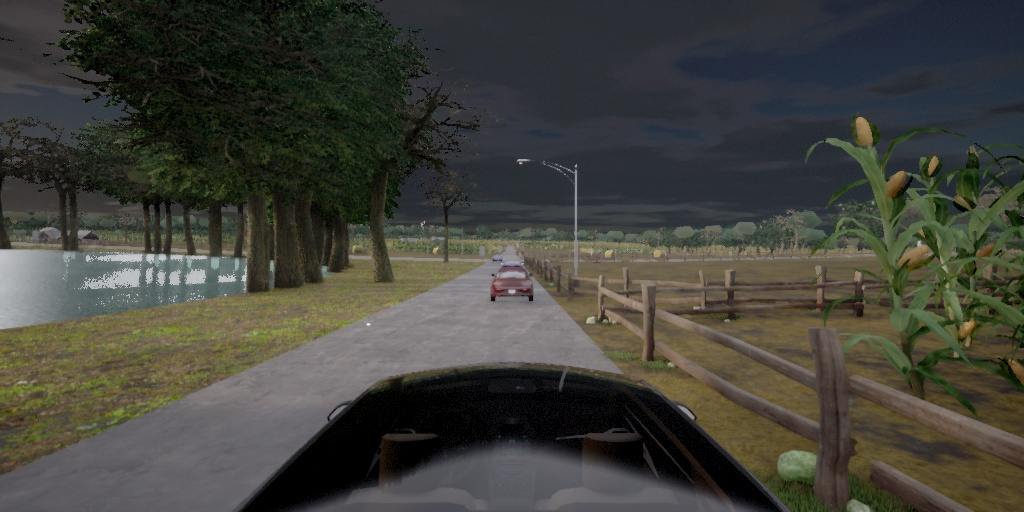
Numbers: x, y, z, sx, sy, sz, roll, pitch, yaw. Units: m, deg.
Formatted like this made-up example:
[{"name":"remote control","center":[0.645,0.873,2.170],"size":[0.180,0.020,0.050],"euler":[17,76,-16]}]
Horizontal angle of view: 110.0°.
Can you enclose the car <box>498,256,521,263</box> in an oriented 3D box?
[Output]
[{"name":"car","center":[0.001,1.040,31.513],"size":[1.882,1.535,5.008],"euler":[0,1,0]}]

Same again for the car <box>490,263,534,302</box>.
[{"name":"car","center":[0.000,1.224,16.508],"size":[1.812,1.442,4.674],"euler":[0,0,0]}]
